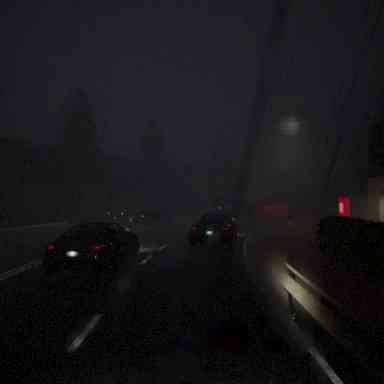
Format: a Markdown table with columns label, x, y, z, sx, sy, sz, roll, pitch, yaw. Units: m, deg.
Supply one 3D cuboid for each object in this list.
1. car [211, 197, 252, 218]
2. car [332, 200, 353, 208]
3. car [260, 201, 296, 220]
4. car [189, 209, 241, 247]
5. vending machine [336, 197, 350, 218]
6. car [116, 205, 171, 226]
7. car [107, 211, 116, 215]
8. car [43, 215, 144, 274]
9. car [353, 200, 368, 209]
| label | x | y | z | sx | sy | sz | roll | pitch | yaw |
| --- | --- | --- | --- | --- | --- | --- | --- | --- | --- |
| car | 3.873 | 1.526 | 31.862 | 2.150 | 2.045 | 5.566 | -1 | -1 | 33 |
| car | 26.135 | 2.046 | 56.633 | 4.892 | 1.490 | 1.837 | 0 | -1 | -17 |
| car | 8.348 | 1.659 | 32.025 | 2.097 | 1.767 | 4.553 | 0 | -1 | 36 |
| car | 1.121 | 1.718 | 16.066 | 1.994 | 1.385 | 4.181 | 0 | -1 | 11 |
| vending machine | 15.320 | 1.519 | 33.771 | 0.880 | 2.100 | 1.100 | 1 | -1 | -44 |
| car | -3.378 | 1.738 | 25.760 | 2.128 | 1.511 | 4.902 | 0 | -1 | 23 |
| car | -5.462 | 1.885 | 29.787 | 1.895 | 1.301 | 4.718 | 0 | -1 | 26 |
| car | -3.109 | 1.670 | 11.036 | 1.994 | 1.385 | 4.181 | 0 | -1 | 4 |
| car | 29.339 | 1.993 | 53.879 | 5.008 | 1.535 | 1.882 | 0 | -1 | -13 |
